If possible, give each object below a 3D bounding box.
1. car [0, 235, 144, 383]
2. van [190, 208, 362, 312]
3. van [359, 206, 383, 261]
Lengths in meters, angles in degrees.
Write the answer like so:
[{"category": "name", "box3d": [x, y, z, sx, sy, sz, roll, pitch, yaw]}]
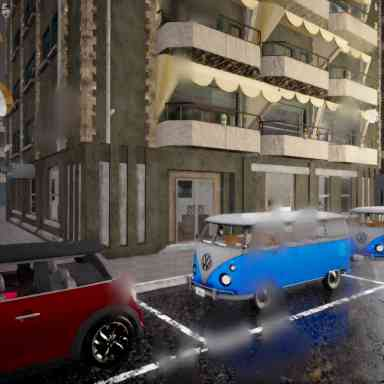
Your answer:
[{"category": "car", "box3d": [-2.765, 1.440, 4.121, 4.097, 1.590, 1.967, 0, 0, -36]}, {"category": "van", "box3d": [1.860, 1.343, 7.435, 3.998, 1.788, 1.690, 0, 0, -36]}, {"category": "van", "box3d": [6.485, 1.346, 10.750, 3.998, 1.788, 1.690, 0, 0, -36]}]
